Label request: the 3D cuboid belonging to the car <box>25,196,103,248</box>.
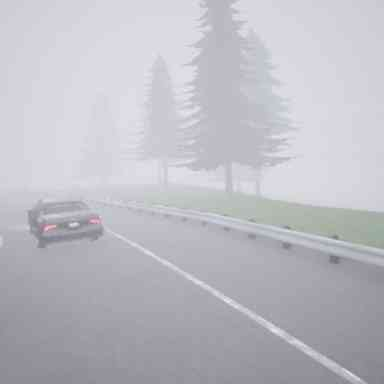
[{"bbox_3d":[-4.635,0.889,11.678,2.033,1.411,5.357,-6,5,-30],"label":"car"}]
